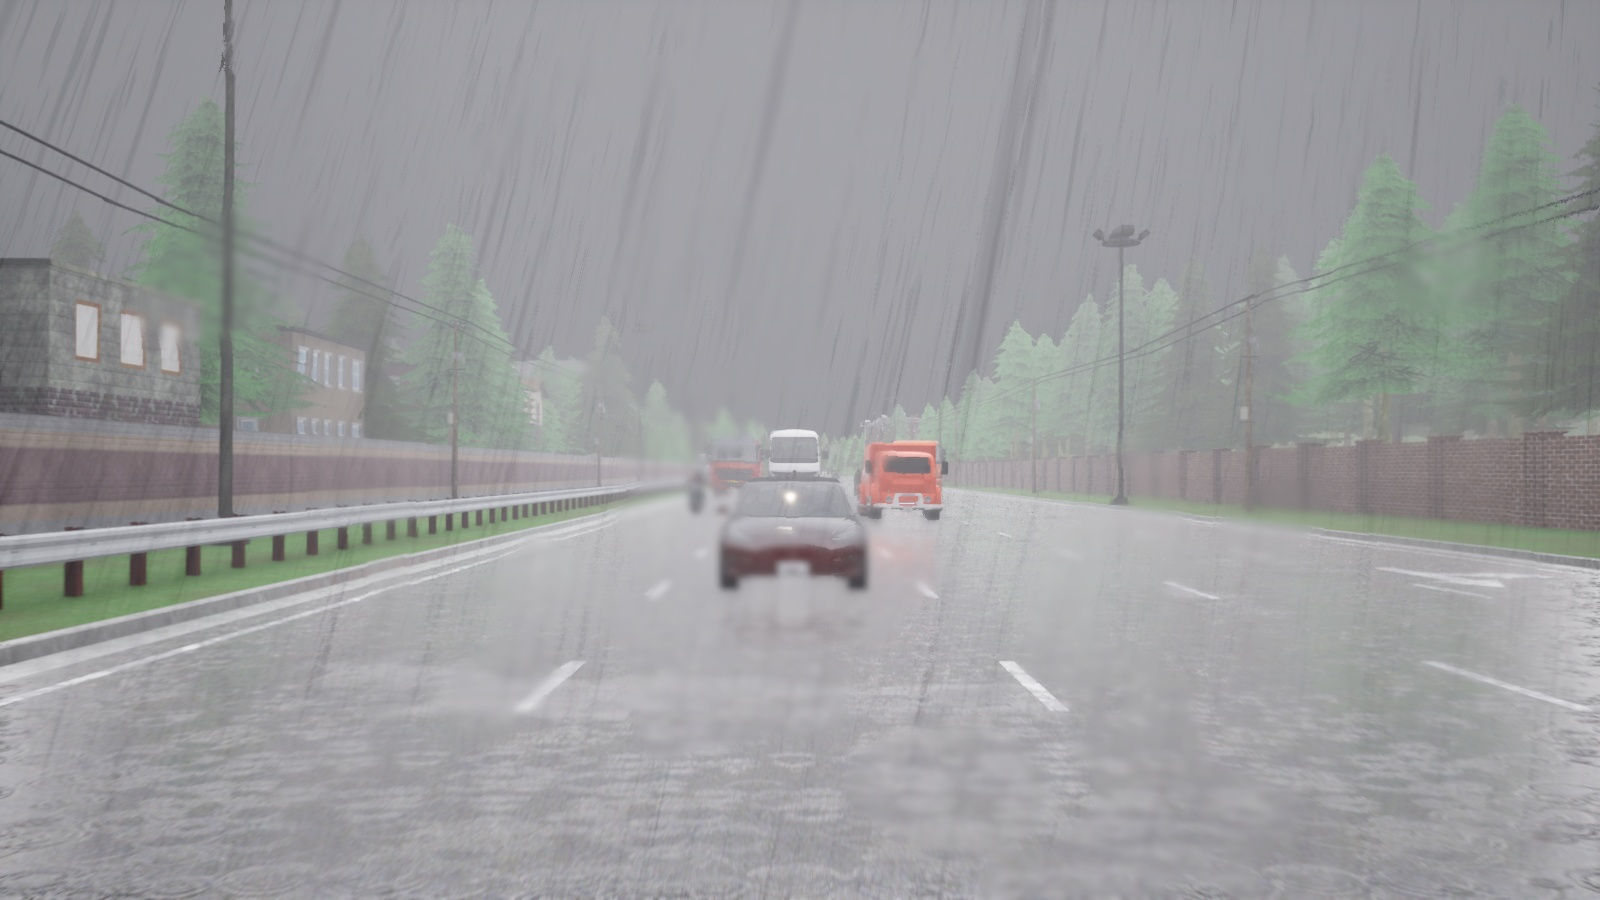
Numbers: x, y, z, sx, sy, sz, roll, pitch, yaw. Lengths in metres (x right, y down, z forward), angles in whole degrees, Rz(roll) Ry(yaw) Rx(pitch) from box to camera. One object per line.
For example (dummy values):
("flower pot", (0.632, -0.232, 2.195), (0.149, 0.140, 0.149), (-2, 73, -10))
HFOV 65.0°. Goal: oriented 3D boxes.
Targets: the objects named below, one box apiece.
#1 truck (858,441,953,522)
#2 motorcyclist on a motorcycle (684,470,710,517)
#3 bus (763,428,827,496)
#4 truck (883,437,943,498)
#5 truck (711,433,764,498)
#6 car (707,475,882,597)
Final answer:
("truck", (3.332, 1.000, 40.950), (2.627, 2.467, 5.204), (0, -1, 0))
("motorcyclist on a motorcycle", (-3.683, 1.535, 45.122), (0.766, 1.649, 2.350), (0, -1, 0))
("bus", (-0.339, 0.830, 83.087), (3.944, 4.253, 10.273), (0, -1, 0))
("truck", (6.693, 1.069, 75.427), (2.891, 3.462, 7.936), (0, -1, 0))
("truck", (-3.819, 0.974, 78.165), (2.891, 3.827, 8.468), (0, -1, 0))
("car", (-0.074, 1.116, 17.973), (2.163, 1.488, 4.792), (0, -1, 0))
